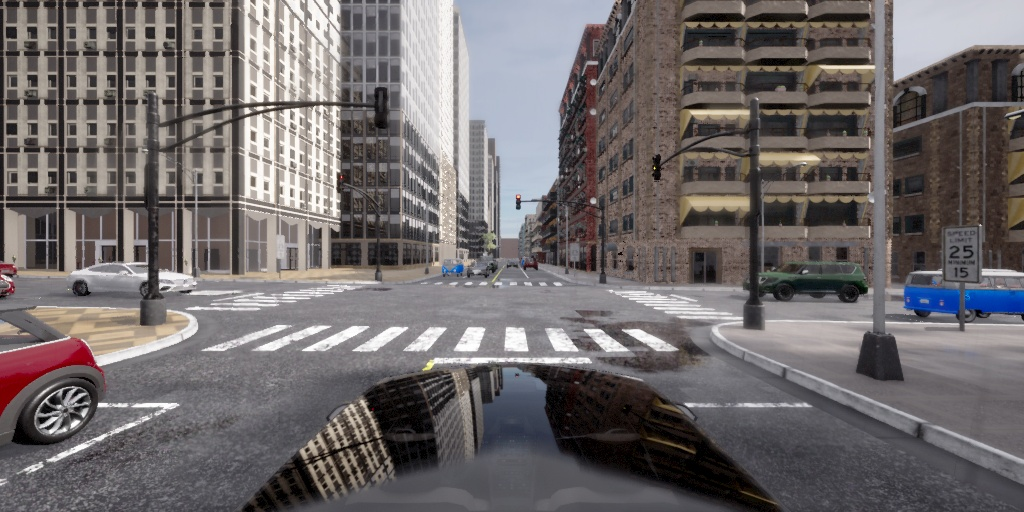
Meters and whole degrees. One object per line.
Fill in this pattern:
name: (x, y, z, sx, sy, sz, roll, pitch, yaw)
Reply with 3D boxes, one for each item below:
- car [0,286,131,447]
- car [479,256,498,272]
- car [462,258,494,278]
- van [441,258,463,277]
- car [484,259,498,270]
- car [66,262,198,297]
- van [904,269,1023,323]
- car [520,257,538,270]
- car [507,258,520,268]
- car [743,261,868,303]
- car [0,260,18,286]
car: (-5.691, 1.190, 2.349, 1.967, 1.591, 4.097, 0, 0, 0)
car: (-3.131, 0.982, 43.850, 2.150, 2.045, 5.566, 0, 0, 0)
car: (-3.126, 1.247, 33.957, 2.128, 1.511, 4.902, 0, 0, 0)
van: (-5.715, 1.097, 34.823, 1.690, 1.789, 3.998, 0, 0, 0)
car: (-3.126, 1.244, 54.166, 1.882, 1.535, 5.008, 0, 0, 0)
car: (-16.551, 0.989, 15.685, 4.674, 1.442, 1.812, 1, 0, 1)
van: (16.904, 1.453, 13.083, 3.998, 1.789, 1.690, 0, 0, 0)
car: (2.652, 1.079, 51.483, 2.192, 1.841, 5.009, 0, 0, 0)
car: (0.055, 1.371, 61.039, 1.895, 1.301, 4.718, 0, 0, 0)
car: (15.446, 1.297, 19.004, 5.566, 2.045, 2.150, 1, 0, 0)
car: (-21.156, 0.818, 13.104, 4.097, 1.591, 1.967, 0, 0, 0)
